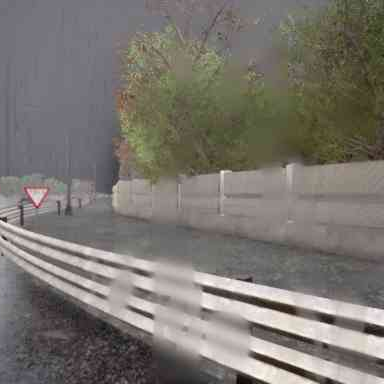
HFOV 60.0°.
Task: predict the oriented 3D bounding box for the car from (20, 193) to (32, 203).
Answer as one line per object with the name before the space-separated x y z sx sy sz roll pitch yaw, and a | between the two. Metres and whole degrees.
car | -33.828 1.205 68.013 2.150 2.045 5.566 0 0 -24
